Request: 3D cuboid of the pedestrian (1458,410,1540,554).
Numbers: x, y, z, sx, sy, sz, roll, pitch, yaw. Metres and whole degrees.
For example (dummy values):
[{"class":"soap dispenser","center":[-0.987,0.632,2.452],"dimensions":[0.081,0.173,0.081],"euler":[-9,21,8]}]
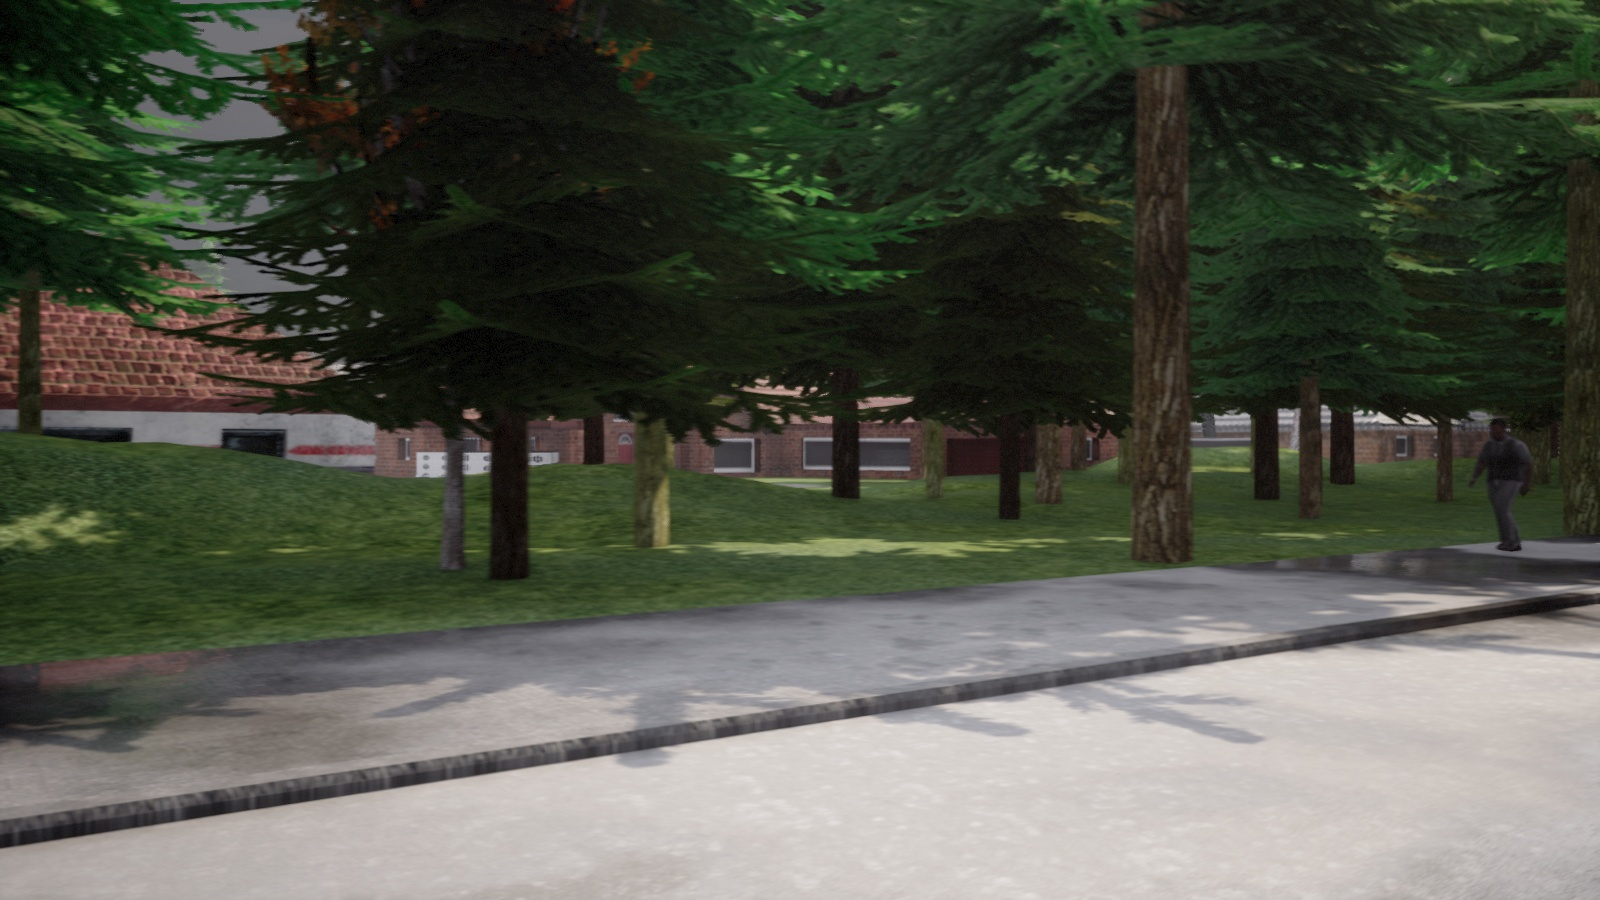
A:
[{"class":"pedestrian","center":[9.402,0.422,16.903],"dimensions":[0.849,1.883,0.563],"euler":[0,0,-24]}]
